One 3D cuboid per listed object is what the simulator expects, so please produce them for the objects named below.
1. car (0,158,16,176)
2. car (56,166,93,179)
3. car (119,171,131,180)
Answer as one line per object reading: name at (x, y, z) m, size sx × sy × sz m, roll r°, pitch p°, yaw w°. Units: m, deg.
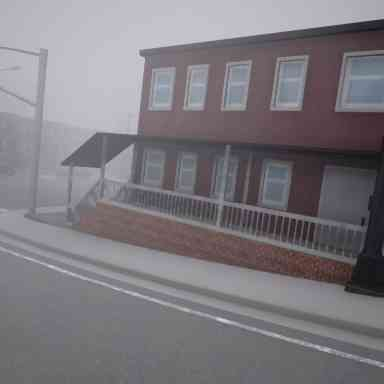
car at (-20.269, -2.662, 33.270) m, size 2.097 × 1.767 × 4.553 m, roll 10°, pitch 6°, yaw 36°
car at (-14.506, -2.482, 41.251) m, size 1.812 × 1.442 × 4.674 m, roll 10°, pitch 6°, yaw 35°
car at (-8.653, -2.477, 49.337) m, size 1.812 × 1.442 × 4.674 m, roll 10°, pitch 6°, yaw 36°
